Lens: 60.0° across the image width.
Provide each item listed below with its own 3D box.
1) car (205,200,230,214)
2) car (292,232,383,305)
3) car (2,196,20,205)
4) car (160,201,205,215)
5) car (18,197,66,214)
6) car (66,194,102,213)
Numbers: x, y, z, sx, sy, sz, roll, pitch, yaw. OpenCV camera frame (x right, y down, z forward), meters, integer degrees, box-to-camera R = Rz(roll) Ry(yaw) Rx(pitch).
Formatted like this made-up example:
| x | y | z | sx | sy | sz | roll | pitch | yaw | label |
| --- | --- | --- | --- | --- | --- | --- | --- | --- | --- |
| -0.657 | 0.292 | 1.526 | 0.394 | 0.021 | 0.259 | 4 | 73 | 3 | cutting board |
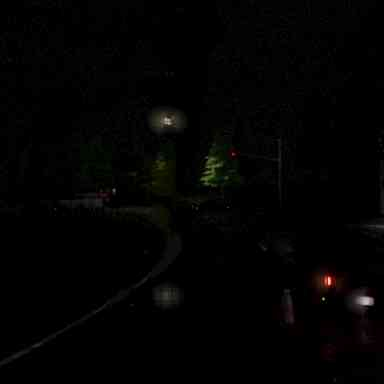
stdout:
| x | y | z | sx | sy | sz | roll | pitch | yaw | label |
| --- | --- | --- | --- | --- | --- | --- | --- | --- | --- |
| 2.059 | 1.578 | 36.154 | 4.181 | 1.385 | 1.994 | 0 | 0 | 32 | car |
| 3.501 | 1.605 | 7.955 | 1.895 | 1.301 | 4.718 | 0 | 0 | 13 | car |
| -29.898 | 1.520 | 55.794 | 4.892 | 1.490 | 1.837 | -1 | 0 | 32 | car |
| -1.197 | 1.577 | 34.049 | 4.181 | 1.385 | 1.994 | 0 | 0 | 32 | car |
| -15.719 | 1.537 | 34.756 | 4.674 | 1.442 | 1.812 | 0 | 0 | 32 | car |
| -12.414 | 1.234 | 36.834 | 5.566 | 2.045 | 2.150 | 0 | 0 | 32 | car |
